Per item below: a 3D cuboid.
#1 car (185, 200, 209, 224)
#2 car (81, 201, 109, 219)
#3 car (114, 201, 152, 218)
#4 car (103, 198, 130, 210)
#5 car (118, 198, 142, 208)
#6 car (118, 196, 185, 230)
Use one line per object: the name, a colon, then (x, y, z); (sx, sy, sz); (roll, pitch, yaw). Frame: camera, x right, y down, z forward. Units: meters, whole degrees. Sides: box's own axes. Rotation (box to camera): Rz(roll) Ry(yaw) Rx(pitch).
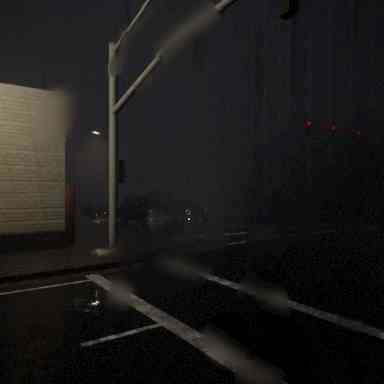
car: (-0.717, 1.407, 25.061); (2.097, 1.767, 4.553); (0, 0, -36)
car: (-8.550, 1.619, 30.013); (1.994, 1.385, 4.181); (0, 0, -35)
car: (-5.737, 1.619, 32.089); (1.994, 1.385, 4.181); (0, 0, -35)
car: (-10.114, 1.581, 44.500); (1.812, 1.442, 4.674); (0, 0, -36)
car: (-9.211, 1.618, 49.284); (1.994, 1.385, 4.181); (0, 0, -36)
car: (-3.084, 1.277, 22.348); (2.150, 2.045, 5.566); (0, 0, -36)
